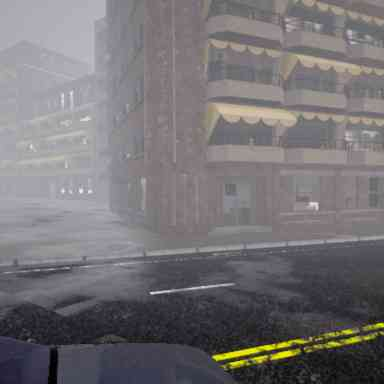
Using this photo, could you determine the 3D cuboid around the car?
[{"bbox_3d":[-2.014,1.548,1.647,5.357,1.411,2.033,0,0,-21],"label":"car"}]
